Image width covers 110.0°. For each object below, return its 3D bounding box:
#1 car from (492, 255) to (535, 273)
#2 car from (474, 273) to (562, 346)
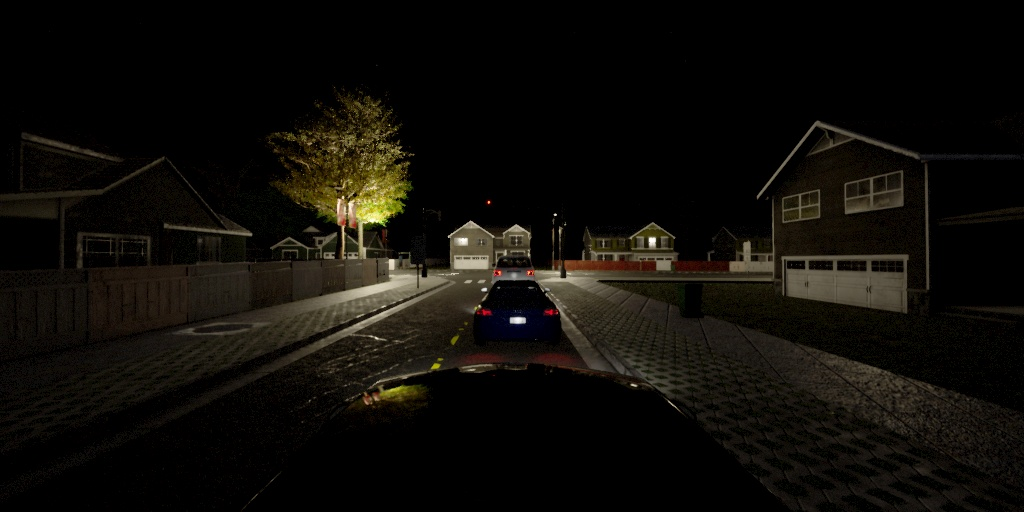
[{"bbox_3d":[0.101,0.975,19.451,2.150,2.045,5.566,0,0,0],"label":"car"},{"bbox_3d":[0.106,1.315,9.489,1.994,1.385,4.181,0,0,0],"label":"car"}]
